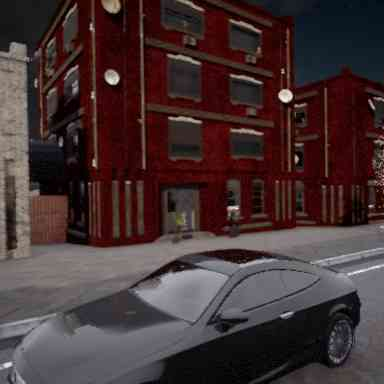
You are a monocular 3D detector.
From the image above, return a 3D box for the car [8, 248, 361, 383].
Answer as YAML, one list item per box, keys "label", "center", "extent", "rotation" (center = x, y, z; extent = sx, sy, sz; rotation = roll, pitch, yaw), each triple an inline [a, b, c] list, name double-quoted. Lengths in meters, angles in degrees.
- label: "car"
  center: [0.331, 1.525, 4.228]
  extent: [4.674, 1.442, 1.812]
  rotation: [0, 0, -35]
